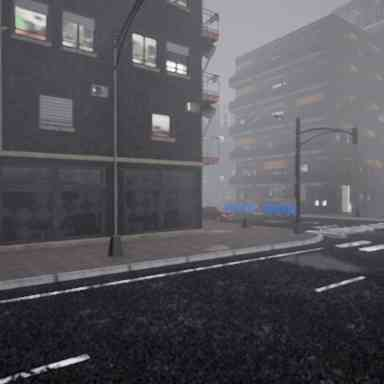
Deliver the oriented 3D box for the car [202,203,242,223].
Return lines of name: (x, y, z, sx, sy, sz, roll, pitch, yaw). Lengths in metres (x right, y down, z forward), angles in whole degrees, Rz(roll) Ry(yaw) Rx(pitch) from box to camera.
car: (1.977, 1.878, 28.764, 1.802, 1.307, 4.206, -1, 0, -36)

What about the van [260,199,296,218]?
van: (8.722, 1.608, 33.673, 1.690, 1.788, 3.998, -1, 0, -36)

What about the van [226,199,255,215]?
van: (5.412, 1.682, 38.193, 1.690, 1.788, 3.998, -1, 0, -36)
